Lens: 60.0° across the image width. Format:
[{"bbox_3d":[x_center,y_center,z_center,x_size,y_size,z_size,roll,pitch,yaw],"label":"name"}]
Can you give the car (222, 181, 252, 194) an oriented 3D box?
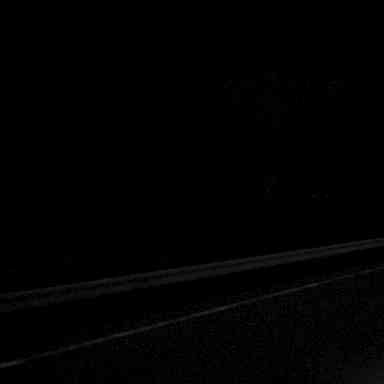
[{"bbox_3d":[7.364,-0.669,54.030,4.553,1.767,2.097,4,1,11],"label":"car"}]
